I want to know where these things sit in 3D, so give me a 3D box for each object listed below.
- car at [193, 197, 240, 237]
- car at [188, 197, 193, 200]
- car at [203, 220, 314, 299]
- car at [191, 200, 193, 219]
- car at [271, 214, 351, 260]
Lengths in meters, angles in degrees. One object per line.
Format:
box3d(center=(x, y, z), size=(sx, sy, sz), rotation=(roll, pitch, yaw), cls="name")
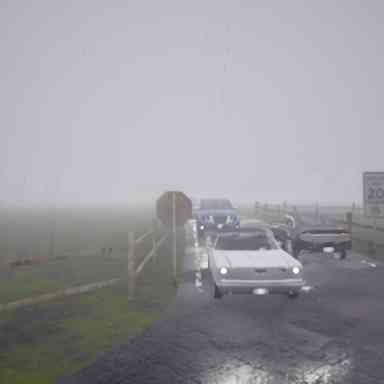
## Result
box3d(center=(1.357, 1.377, 19.457), size=(2.150, 2.045, 5.566), rotation=(0, 0, -1), cls="car")
box3d(center=(-0.483, 1.715, 47.900), size=(2.150, 2.045, 5.566), rotation=(-1, 0, -7), cls="car")
box3d(center=(1.374, 1.672, 8.783), size=(1.895, 1.301, 4.718), rotation=(0, 0, 0), cls="car")
box3d(center=(0.811, 1.808, 32.319), size=(2.033, 1.411, 5.357), rotation=(0, 0, -4), cls="car")
box3d(center=(4.234, 1.569, 12.655), size=(2.128, 1.511, 4.902), rotation=(0, 0, 1), cls="car")
